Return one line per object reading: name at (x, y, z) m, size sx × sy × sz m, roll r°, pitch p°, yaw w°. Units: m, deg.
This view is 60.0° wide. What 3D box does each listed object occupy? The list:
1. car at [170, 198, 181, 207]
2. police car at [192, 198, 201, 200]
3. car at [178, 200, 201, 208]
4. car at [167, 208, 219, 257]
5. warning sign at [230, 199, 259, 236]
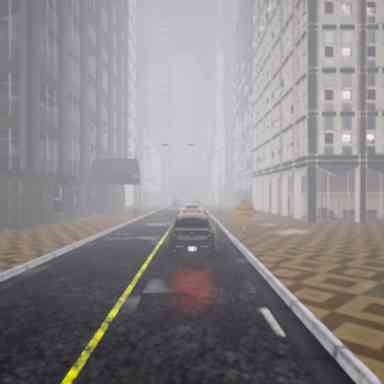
car at (-3.032, 2.046, 64.598) m, size 2.097 × 1.767 × 4.553 m, roll 0°, pitch -1°, yaw 1°
police car at (1.044, 2.271, 77.436) m, size 1.930 × 1.638 × 5.238 m, roll 0°, pitch -1°, yaw 0°
car at (0.027, 1.778, 29.237) m, size 1.882 × 1.535 × 5.008 m, roll 0°, pitch 0°, yaw 1°
car at (0.019, 1.643, 13.513) m, size 1.837 × 1.490 × 4.892 m, roll 0°, pitch 0°, yaw 0°
warning sign at (2.728, 1.291, 17.312) m, size 1.300 × 1.860 × 1.060 m, roll 1°, pitch 0°, yaw 0°
